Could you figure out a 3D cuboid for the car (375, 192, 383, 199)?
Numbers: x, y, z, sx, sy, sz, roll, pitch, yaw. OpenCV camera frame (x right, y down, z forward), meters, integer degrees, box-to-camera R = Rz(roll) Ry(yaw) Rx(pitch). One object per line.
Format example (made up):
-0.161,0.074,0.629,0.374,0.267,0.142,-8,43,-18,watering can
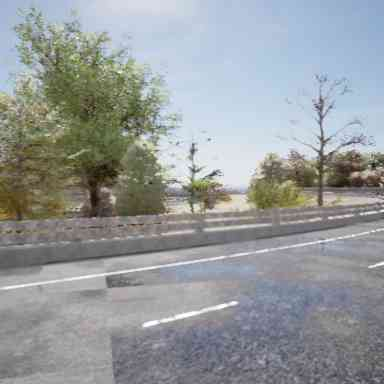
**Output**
44.328,1.150,75.776,2.033,1.411,5.357,0,1,10,car
